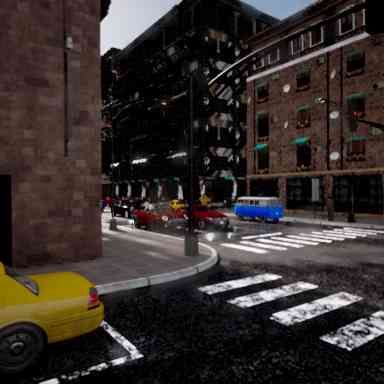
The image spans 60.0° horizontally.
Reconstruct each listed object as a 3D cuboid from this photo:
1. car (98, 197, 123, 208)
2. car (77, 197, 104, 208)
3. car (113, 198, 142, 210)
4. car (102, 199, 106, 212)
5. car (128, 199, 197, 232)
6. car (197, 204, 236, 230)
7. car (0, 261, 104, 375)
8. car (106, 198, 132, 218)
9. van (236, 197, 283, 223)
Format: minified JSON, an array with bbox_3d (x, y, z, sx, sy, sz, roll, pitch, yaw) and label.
[{"bbox_3d":[-11.747,1.469,47.822,1.887,1.381,4.507,0,0,-36],"label":"car"},{"bbox_3d":[-14.390,1.435,46.955,2.128,1.511,4.902,0,0,-35],"label":"car"},{"bbox_3d":[-8.417,1.469,43.244,1.887,1.381,4.507,0,0,-36],"label":"car"},{"bbox_3d":[-11.902,1.187,38.205,2.150,2.045,5.566,0,0,-36],"label":"car"},{"bbox_3d":[-1.883,1.444,20.017,1.967,1.590,4.097,0,0,-36],"label":"car"},{"bbox_3d":[0.416,1.512,21.261,1.812,1.442,4.674,0,0,-34],"label":"car"},{"bbox_3d":[-3.574,1.525,4.015,4.829,1.417,1.752,0,0,-36],"label":"car"},{"bbox_3d":[-5.630,1.477,29.567,1.837,1.490,4.892,0,0,-36],"label":"car"},{"bbox_3d":[4.905,1.287,24.931,1.690,1.788,3.998,0,0,-36],"label":"van"}]
